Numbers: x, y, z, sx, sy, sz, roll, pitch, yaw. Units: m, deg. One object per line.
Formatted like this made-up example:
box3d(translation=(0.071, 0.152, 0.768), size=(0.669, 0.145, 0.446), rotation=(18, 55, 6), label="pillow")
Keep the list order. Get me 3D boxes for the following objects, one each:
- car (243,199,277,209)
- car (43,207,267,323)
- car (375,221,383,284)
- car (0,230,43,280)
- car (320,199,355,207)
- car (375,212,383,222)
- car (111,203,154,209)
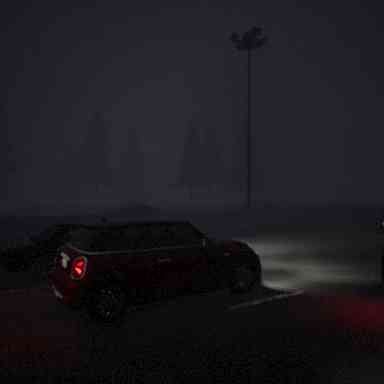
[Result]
box3d(translation=(8.207, 1.540, 40.134), size=(4.181, 1.385, 1.994), rotation=(0, 0, -24), label="car")
box3d(translation=(-0.606, 1.345, 7.370), size=(4.553, 1.767, 2.097), rotation=(0, 0, -33), label="car")
box3d(translation=(6.423, 1.478, 7.611), size=(5.008, 1.535, 1.882), rotation=(0, 0, -31), label="car")
box3d(translation=(-3.113, 1.589, 9.958), size=(4.718, 1.301, 1.895), rotation=(0, 0, -33), label="car")
box3d(translation=(17.657, 1.551, 40.265), size=(4.181, 1.385, 1.994), rotation=(0, 0, -21), label="car")
box3d(translation=(12.357, 1.524, 18.725), size=(4.674, 1.442, 1.812), rotation=(0, 0, -27), label="car")
box3d(translation=(-4.226, 1.468, 21.839), size=(4.902, 1.511, 2.128), rotation=(0, 0, -31), label="car")
